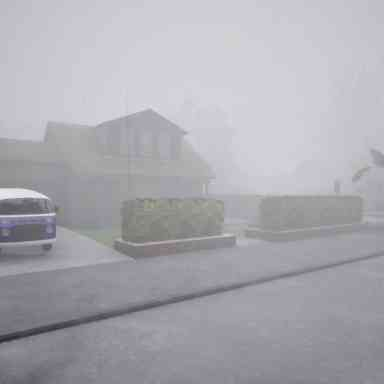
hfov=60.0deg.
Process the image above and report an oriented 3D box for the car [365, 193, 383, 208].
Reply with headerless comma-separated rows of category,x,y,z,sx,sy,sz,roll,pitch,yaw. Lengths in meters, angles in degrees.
car,23.154,0.985,40.320,3.866,1.878,1.905,0,0,0
